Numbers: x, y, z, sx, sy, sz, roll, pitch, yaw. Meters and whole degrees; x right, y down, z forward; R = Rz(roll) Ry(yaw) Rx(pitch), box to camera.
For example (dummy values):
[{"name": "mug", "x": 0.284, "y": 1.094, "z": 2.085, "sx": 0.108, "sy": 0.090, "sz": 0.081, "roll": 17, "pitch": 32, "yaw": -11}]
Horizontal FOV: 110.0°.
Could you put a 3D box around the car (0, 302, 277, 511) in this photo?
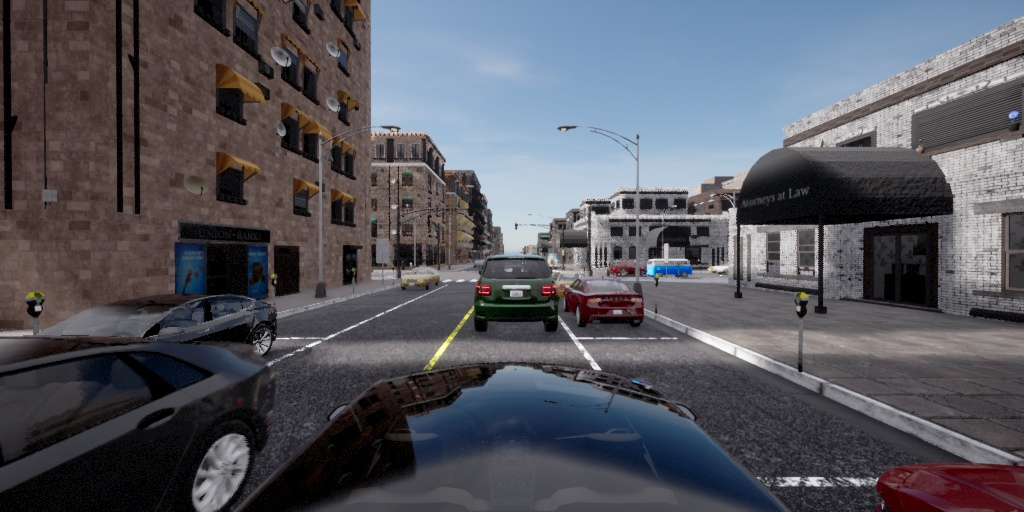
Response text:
[{"name": "car", "x": -3.102, "y": 1.255, "z": 1.342, "sx": 1.837, "sy": 1.490, "sz": 4.892, "roll": 0, "pitch": 0, "yaw": 0}]

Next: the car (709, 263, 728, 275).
[{"name": "car", "x": 24.817, "y": 1.414, "z": 39.367, "sx": 4.718, "sy": 1.301, "sz": 1.895, "roll": 0, "pitch": 0, "yaw": 0}]

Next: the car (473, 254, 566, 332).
[{"name": "car", "x": 0.109, "y": 0.972, "z": 11.042, "sx": 2.150, "sy": 2.045, "sz": 5.566, "roll": 0, "pitch": 0, "yaw": 0}]

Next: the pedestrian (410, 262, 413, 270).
[{"name": "pedestrian", "x": -12.574, "y": 1.215, "z": 44.671, "sx": 0.500, "sy": 1.100, "sz": 0.500, "roll": 0, "pitch": 0, "yaw": 0}]

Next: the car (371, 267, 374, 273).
[{"name": "car", "x": -16.436, "y": 1.346, "z": 35.912, "sx": 4.718, "sy": 1.301, "sz": 1.895, "roll": 0, "pitch": 0, "yaw": 0}]

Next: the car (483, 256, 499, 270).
[{"name": "car", "x": -3.030, "y": 0.997, "z": 52.858, "sx": 2.150, "sy": 2.045, "sz": 5.566, "roll": 0, "pitch": 0, "yaw": 0}]

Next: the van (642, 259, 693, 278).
[{"name": "van", "x": 14.697, "y": 1.166, "z": 33.517, "sx": 3.998, "sy": 1.789, "sz": 1.690, "roll": 0, "pitch": 0, "yaw": 0}]

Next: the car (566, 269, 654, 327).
[{"name": "car", "x": 2.702, "y": 1.295, "z": 11.369, "sx": 1.888, "sy": 1.381, "sz": 4.507, "roll": 0, "pitch": 0, "yaw": 0}]

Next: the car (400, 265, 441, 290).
[{"name": "car", "x": -5.664, "y": 1.279, "z": 22.608, "sx": 1.751, "sy": 1.417, "sz": 4.829, "roll": 0, "pitch": 0, "yaw": 0}]

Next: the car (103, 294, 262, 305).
[{"name": "car", "x": -5.686, "y": 1.315, "z": 5.689, "sx": 1.948, "sy": 1.339, "sz": 4.313, "roll": 0, "pitch": 0, "yaw": 0}]

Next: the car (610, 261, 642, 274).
[{"name": "car", "x": 12.419, "y": 1.280, "z": 36.104, "sx": 5.008, "sy": 1.535, "sz": 1.882, "roll": 0, "pitch": 1, "yaw": 1}]
